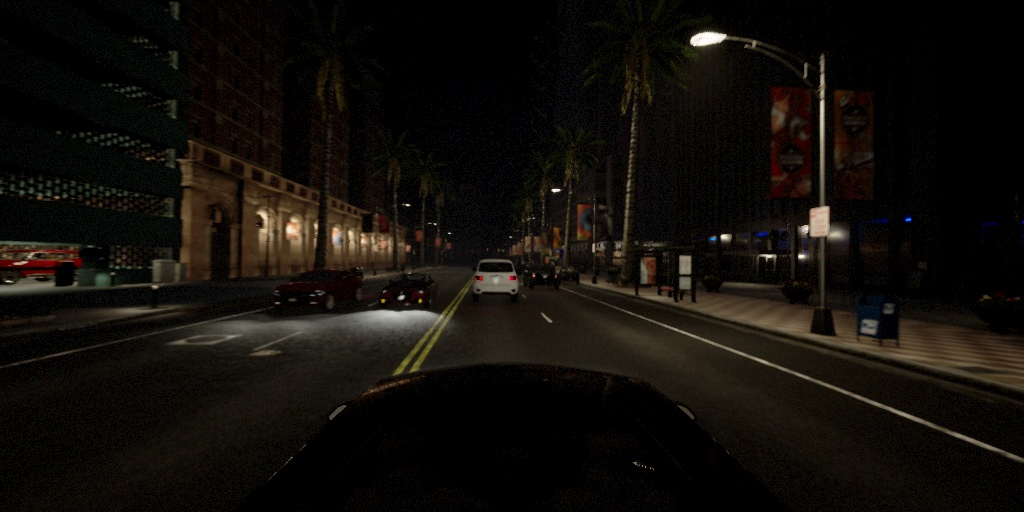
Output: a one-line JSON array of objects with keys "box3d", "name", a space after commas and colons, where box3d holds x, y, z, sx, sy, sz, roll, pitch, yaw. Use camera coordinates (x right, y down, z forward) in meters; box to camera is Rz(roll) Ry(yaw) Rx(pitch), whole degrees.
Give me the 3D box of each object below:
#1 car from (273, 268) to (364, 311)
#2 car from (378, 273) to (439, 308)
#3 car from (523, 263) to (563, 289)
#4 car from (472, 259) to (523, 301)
[{"box3d": [-7.845, 1.289, 15.012, 1.882, 1.535, 5.008, 1, -1, -4], "name": "car"}, {"box3d": [-4.395, 1.433, 15.821, 1.994, 1.385, 4.181, 1, -1, -4], "name": "car"}, {"box3d": [2.063, 1.447, 26.666, 2.097, 1.767, 4.553, 1, -1, -5], "name": "car"}, {"box3d": [-0.919, 1.180, 18.848, 2.150, 2.045, 5.566, 1, 0, -4], "name": "car"}]
